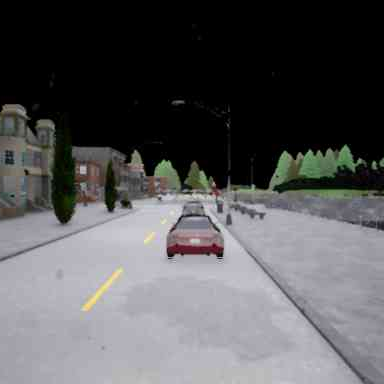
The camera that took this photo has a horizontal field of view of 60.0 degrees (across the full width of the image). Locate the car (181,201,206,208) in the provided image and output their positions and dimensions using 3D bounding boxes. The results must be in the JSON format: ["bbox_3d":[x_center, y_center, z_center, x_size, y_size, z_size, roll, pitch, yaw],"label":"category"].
[{"bbox_3d":[0.104,1.443,26.387,2.033,1.411,5.357,0,0,0],"label":"car"}]

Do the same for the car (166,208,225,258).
[{"bbox_3d":[0.102,1.514,12.507,1.994,1.385,4.181,0,0,0],"label":"car"}]
